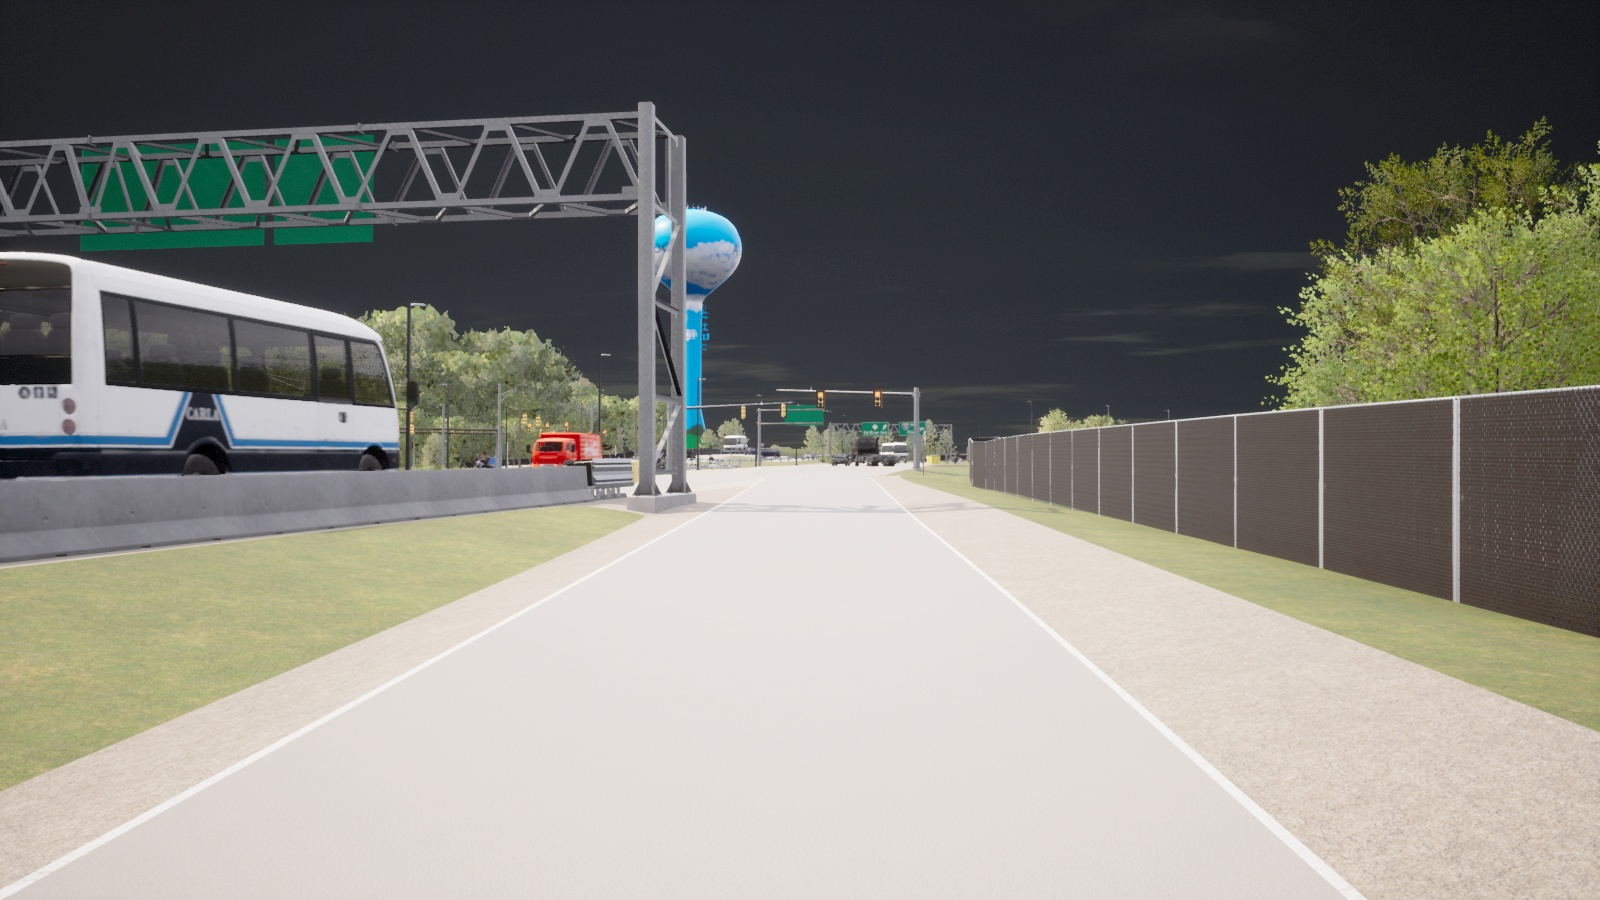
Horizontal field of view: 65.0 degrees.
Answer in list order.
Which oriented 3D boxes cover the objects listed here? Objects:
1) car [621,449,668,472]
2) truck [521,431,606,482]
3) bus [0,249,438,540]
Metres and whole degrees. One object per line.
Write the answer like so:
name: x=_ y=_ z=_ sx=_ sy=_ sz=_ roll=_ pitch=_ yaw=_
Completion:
car: x=-11.262 y=0.756 z=91.417 sx=2.152 sy=1.651 sz=5.027 roll=0 pitch=0 yaw=9
truck: x=-11.927 y=0.338 z=63.761 sx=2.627 sy=2.467 sz=5.204 roll=0 pitch=0 yaw=9
bus: x=-10.939 y=-0.778 z=23.689 sx=3.944 sy=4.253 sz=10.273 roll=0 pitch=0 yaw=9
